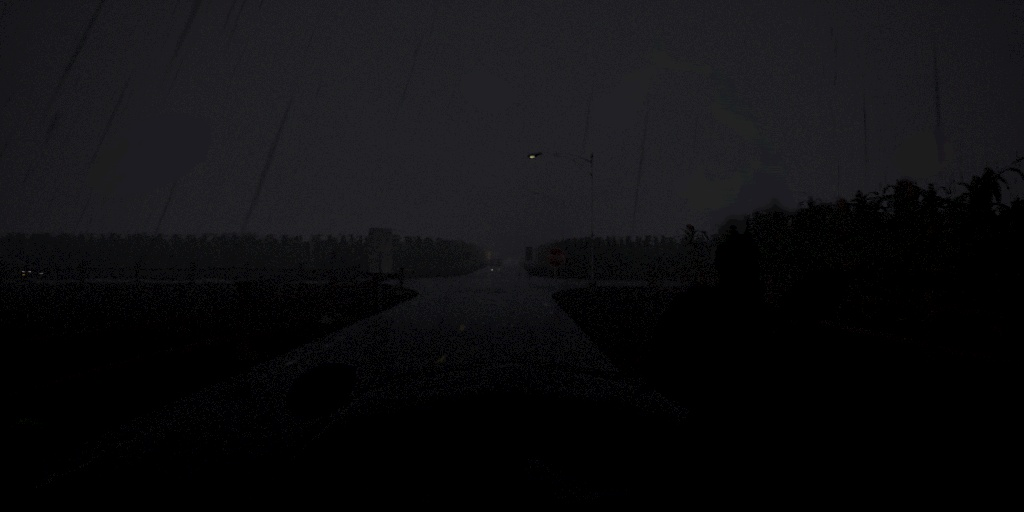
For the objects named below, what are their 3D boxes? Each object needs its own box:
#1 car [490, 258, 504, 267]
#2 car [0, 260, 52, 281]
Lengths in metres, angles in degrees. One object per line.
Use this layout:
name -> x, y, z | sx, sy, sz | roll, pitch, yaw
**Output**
car -> -2.797, 1.129, 61.387 | 2.128, 1.511, 4.902 | 0, 0, 1
car -> -36.810, 1.011, 26.194 | 4.892, 1.490, 1.837 | 1, 0, 1
